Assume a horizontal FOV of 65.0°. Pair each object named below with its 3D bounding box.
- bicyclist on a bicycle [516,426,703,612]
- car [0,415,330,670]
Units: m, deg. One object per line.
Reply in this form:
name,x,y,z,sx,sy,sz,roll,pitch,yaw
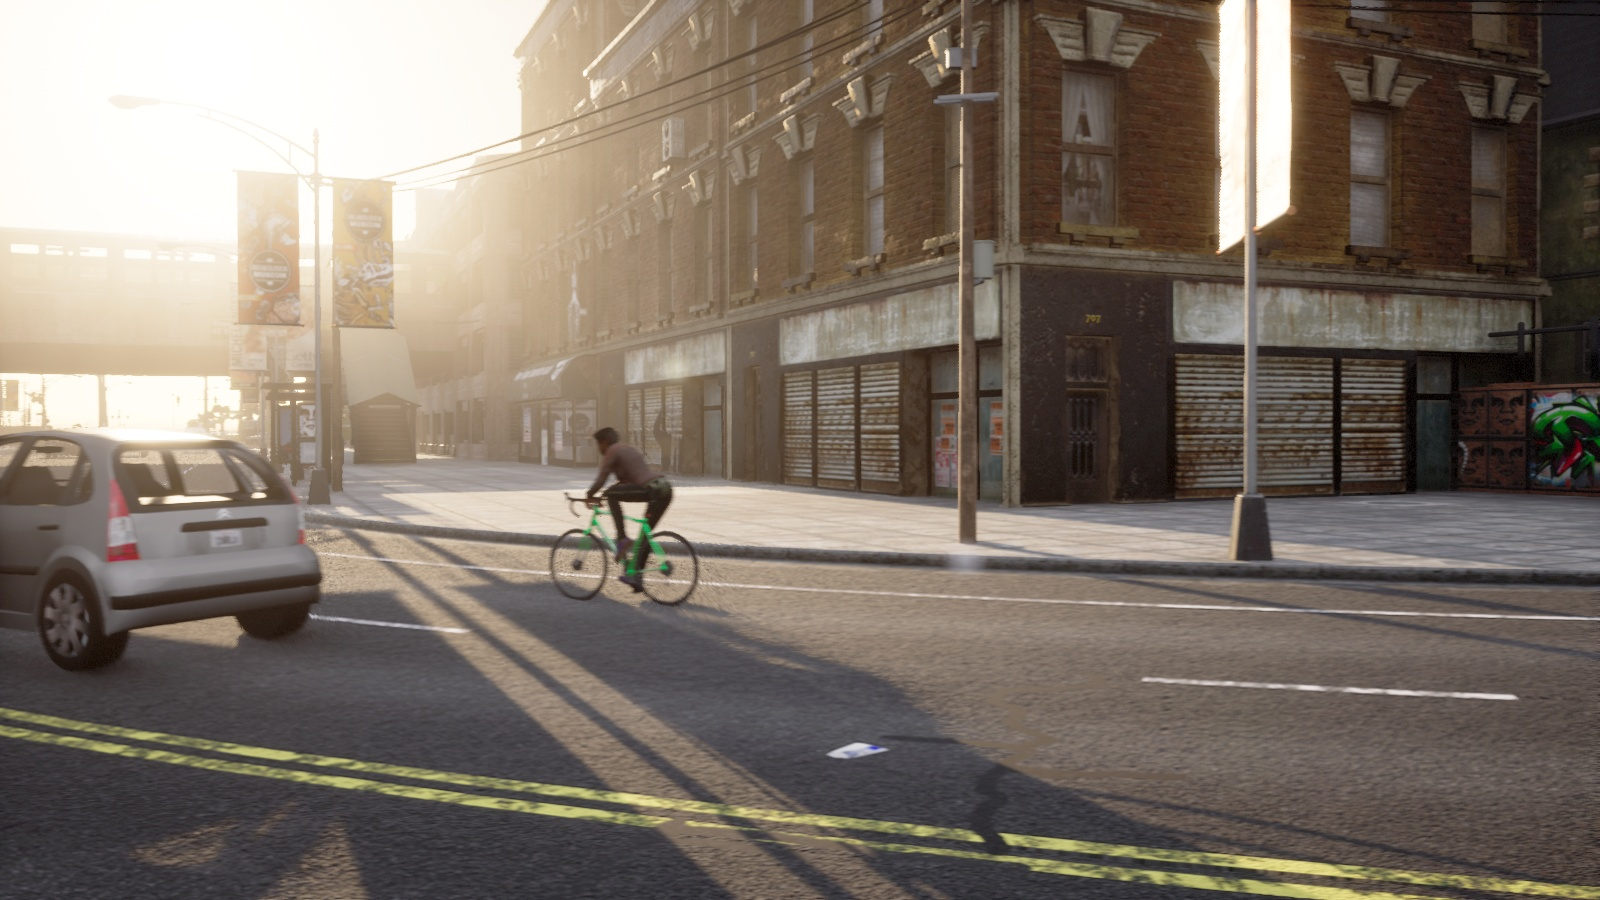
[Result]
bicyclist on a bicycle,-1.762,0.599,11.557,1.656,1.620,0.582,0,0,26
car,-5.767,0.555,9.736,3.988,1.617,1.851,1,1,29
